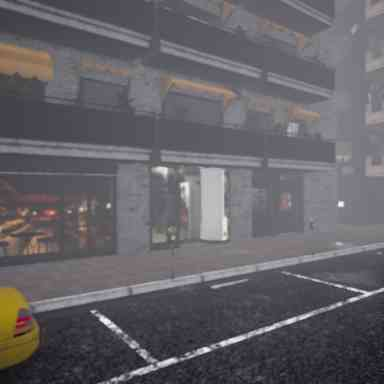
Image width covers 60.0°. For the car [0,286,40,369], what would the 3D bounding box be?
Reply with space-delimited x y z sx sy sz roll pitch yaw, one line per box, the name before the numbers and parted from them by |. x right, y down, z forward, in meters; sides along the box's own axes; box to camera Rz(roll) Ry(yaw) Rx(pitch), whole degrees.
car | -4.138 1.514 3.159 4.829 1.417 1.752 1 -1 -36
